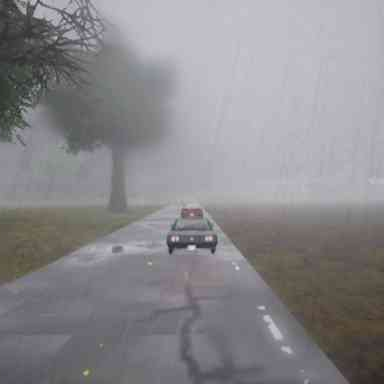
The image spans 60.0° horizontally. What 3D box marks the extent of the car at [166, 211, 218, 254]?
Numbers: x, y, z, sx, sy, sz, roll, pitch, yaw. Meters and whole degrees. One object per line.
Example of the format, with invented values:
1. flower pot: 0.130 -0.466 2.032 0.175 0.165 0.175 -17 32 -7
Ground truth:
1. car: 0.004 1.712 14.117 1.895 1.301 4.718 0 0 0

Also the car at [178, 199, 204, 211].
1. car: 0.012 1.683 29.468 1.882 1.535 5.008 0 0 0

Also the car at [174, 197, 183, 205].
1. car: -2.736 1.893 71.844 2.097 1.767 4.553 0 -1 0
